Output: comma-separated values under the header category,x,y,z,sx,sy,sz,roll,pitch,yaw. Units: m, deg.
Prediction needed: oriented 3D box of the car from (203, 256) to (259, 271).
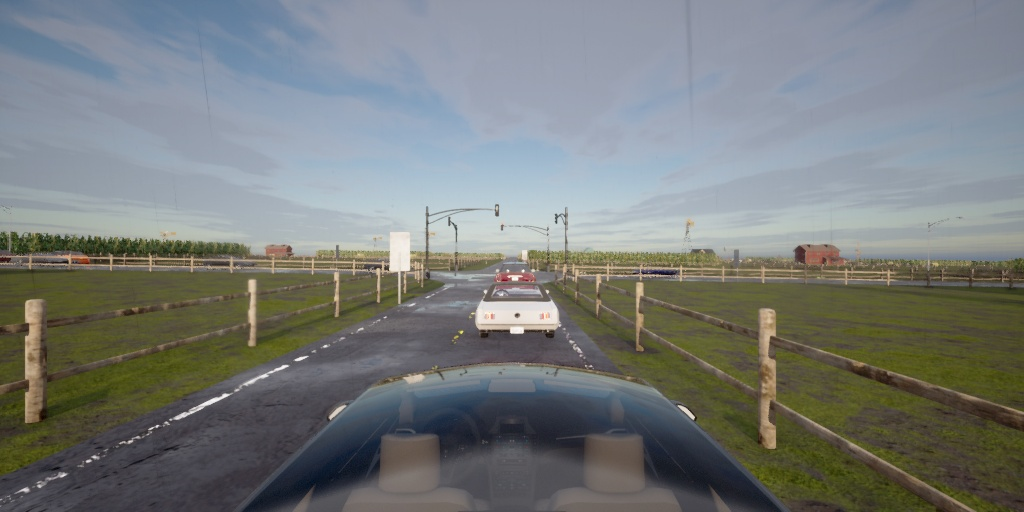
category,x,y,z,sx,sy,sz,roll,pitch,yaw
car,-28.739,0.746,36.760,4.892,1.490,1.837,1,0,0

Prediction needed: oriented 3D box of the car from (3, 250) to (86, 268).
category,x,y,z,sx,sy,sz,roll,pitch,yaw
car,-47.947,0.444,36.856,5.357,1.411,2.033,1,0,1

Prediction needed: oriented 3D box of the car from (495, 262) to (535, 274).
category,x,y,z,sx,sy,sz,roll,pitch,yaw
car,0.180,1.104,19.123,2.097,1.767,4.553,0,0,1

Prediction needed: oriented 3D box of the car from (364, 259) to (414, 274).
category,x,y,z,sx,sy,sz,roll,pitch,yaw
car,-12.505,1.043,36.709,4.892,1.490,1.837,1,0,0

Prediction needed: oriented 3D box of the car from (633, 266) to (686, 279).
category,x,y,z,sx,sy,sz,roll,pitch,yaw
car,15.028,1.659,36.622,4.718,1.301,1.895,1,0,0

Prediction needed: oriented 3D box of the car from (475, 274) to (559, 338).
category,x,y,z,sx,sy,sz,roll,pitch,yaw
car,0.124,1.352,10.135,1.895,1.301,4.718,0,0,0
